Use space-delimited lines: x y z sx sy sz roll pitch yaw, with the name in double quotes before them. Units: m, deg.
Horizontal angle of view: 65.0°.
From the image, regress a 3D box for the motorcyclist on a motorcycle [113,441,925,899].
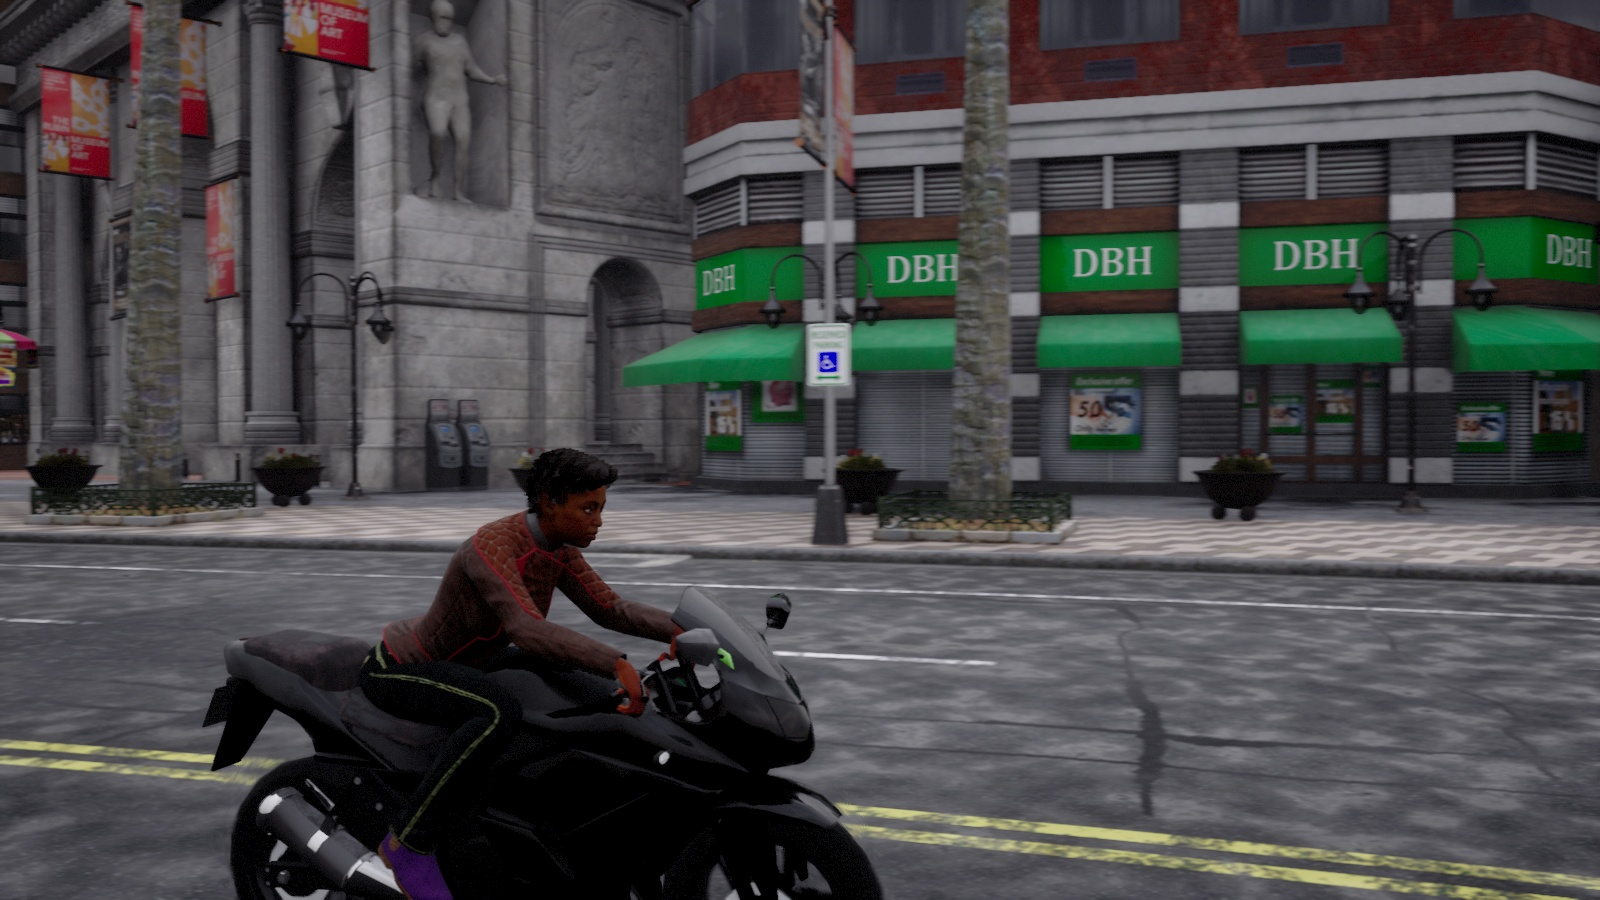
"motorcyclist on a motorcycle" -0.744 0.747 3.455 2.044 1.523 0.797 0 1 17
